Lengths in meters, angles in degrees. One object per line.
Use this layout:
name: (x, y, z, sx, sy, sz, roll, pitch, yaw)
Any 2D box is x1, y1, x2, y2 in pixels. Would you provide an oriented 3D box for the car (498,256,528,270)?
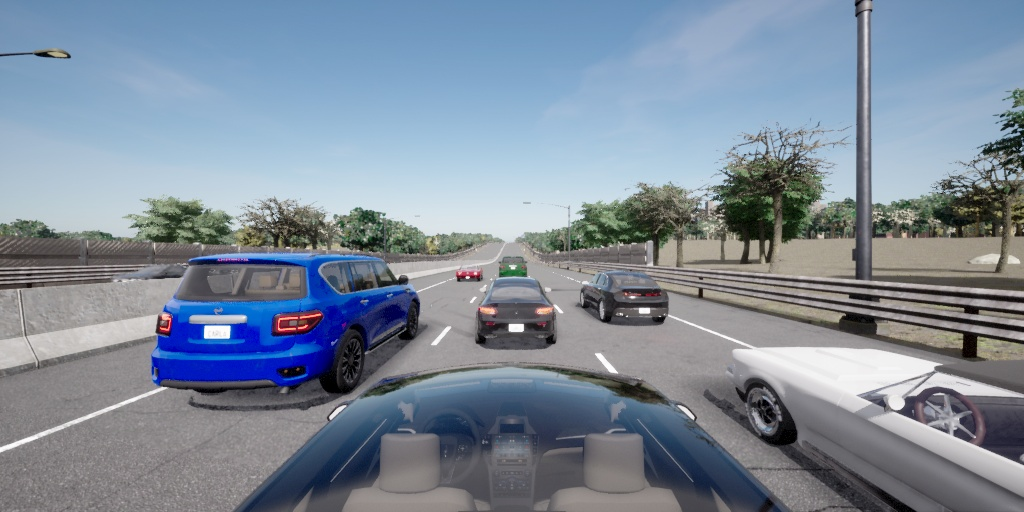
car: (0.075, 0.988, 28.792, 2.150, 2.045, 5.566, 0, 0, 0)

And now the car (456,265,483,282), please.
car: (-3.422, 1.371, 29.680, 1.895, 1.301, 4.718, 0, 0, -1)

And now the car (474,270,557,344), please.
car: (0.093, 1.271, 9.485, 1.812, 1.442, 4.674, 0, 0, 0)

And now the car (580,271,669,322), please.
car: (3.595, 1.249, 12.199, 1.837, 1.490, 4.892, 0, 0, 0)

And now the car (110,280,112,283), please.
car: (-21.119, 1.275, 21.605, 1.812, 1.442, 4.674, 0, 0, 0)

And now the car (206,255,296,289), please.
car: (-17.621, 0.978, 24.679, 2.150, 2.045, 5.566, 0, 0, 0)

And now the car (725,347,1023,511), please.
car: (3.597, 1.350, 2.337, 1.895, 1.301, 4.718, 0, 0, 0)

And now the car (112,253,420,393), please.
car: (-3.405, 0.969, 6.821, 2.150, 2.045, 5.566, 0, 0, 0)
